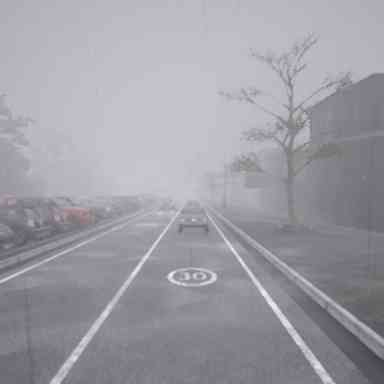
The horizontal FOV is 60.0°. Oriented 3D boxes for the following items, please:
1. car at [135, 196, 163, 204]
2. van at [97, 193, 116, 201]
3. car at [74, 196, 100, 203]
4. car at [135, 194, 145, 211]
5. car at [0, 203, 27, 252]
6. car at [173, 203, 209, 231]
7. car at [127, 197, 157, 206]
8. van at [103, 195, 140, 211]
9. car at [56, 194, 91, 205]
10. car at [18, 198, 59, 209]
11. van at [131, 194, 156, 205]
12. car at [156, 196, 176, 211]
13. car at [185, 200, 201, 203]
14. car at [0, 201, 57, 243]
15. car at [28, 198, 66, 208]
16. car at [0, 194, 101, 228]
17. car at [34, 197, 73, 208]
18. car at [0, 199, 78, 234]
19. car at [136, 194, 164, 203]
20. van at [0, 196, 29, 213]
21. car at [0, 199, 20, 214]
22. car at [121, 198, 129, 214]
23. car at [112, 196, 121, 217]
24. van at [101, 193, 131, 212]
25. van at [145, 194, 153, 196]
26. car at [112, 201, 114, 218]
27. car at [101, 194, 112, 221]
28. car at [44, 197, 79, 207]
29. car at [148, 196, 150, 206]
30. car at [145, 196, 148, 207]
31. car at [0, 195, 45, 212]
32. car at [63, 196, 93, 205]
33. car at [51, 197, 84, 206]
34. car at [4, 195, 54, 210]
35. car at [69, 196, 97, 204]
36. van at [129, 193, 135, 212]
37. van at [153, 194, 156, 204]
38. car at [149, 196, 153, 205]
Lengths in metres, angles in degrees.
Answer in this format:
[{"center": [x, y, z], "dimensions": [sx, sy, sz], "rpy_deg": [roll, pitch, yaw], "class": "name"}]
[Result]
[{"center": [-8.770, 1.617, 68.162], "dimensions": [5.366, 1.575, 1.946], "rpy_deg": [0, 0, 0], "class": "car"}, {"center": [-22.170, 1.330, 86.734], "dimensions": [4.442, 1.987, 1.878], "rpy_deg": [0, 0, 0], "class": "van"}, {"center": [-22.044, 1.617, 70.082], "dimensions": [4.892, 1.521, 2.231], "rpy_deg": [0, 0, 0], "class": "car"}, {"center": [-8.900, 1.394, 40.121], "dimensions": [5.566, 2.045, 2.435], "rpy_deg": [0, 0, 0], "class": "car"}, {"center": [-8.931, 1.400, 12.087], "dimensions": [4.553, 1.767, 2.185], "rpy_deg": [0, 0, 0], "class": "car"}, {"center": [0.109, 1.633, 21.025], "dimensions": [2.033, 1.411, 5.357], "rpy_deg": [0, 0, 0], "class": "car"}, {"center": [-8.942, 1.650, 59.752], "dimensions": [5.008, 1.535, 2.097], "rpy_deg": [0, 0, 0], "class": "car"}, {"center": [-9.047, 1.431, 42.922], "dimensions": [4.442, 1.987, 1.878], "rpy_deg": [0, 0, 0], "class": "van"}, {"center": [-22.000, 1.394, 61.754], "dimensions": [5.566, 2.045, 2.435], "rpy_deg": [0, 0, 0], "class": "car"}, {"center": [-22.044, 1.698, 47.870], "dimensions": [4.792, 1.488, 2.163], "rpy_deg": [0, 0, 0], "class": "car"}, {"center": [-9.067, 1.414, 62.554], "dimensions": [4.442, 1.987, 1.878], "rpy_deg": [0, 0, 0], "class": "van"}, {"center": [-3.233, 1.521, 44.162], "dimensions": [2.097, 1.767, 4.553], "rpy_deg": [0, 0, 0], "class": "car"}, {"center": [0.116, 1.708, 41.576], "dimensions": [1.994, 1.385, 4.181], "rpy_deg": [0, 0, 0], "class": "car"}, {"center": [-8.871, 1.412, 14.890], "dimensions": [4.553, 1.767, 2.185], "rpy_deg": [0, 0, 0], "class": "car"}, {"center": [-21.988, 1.702, 50.654], "dimensions": [4.792, 1.488, 2.163], "rpy_deg": [0, 0, 0], "class": "car"}, {"center": [-8.880, 1.310, 20.497], "dimensions": [5.566, 2.045, 2.435], "rpy_deg": [0, 0, 0], "class": "car"}, {"center": [-22.205, 1.665, 53.425], "dimensions": [5.366, 1.575, 1.946], "rpy_deg": [0, 0, 0], "class": "car"}, {"center": [-8.874, 1.424, 17.694], "dimensions": [4.553, 1.767, 2.185], "rpy_deg": [0, 0, 0], "class": "car"}, {"center": [-8.930, 1.359, 70.964], "dimensions": [5.566, 2.045, 2.435], "rpy_deg": [0, 0, 0], "class": "car"}, {"center": [-22.124, 1.420, 39.543], "dimensions": [4.442, 1.987, 1.878], "rpy_deg": [0, 0, 0], "class": "van"}, {"center": [-22.190, 1.631, 36.767], "dimensions": [5.366, 1.575, 1.946], "rpy_deg": [0, 0, 0], "class": "car"}, {"center": [-8.913, 1.610, 31.709], "dimensions": [4.892, 1.521, 2.231], "rpy_deg": [0, 0, 0], "class": "car"}, {"center": [-8.948, 1.472, 28.907], "dimensions": [4.553, 1.767, 2.185], "rpy_deg": [0, 0, 0], "class": "car"}, {"center": [-9.039, 1.396, 34.514], "dimensions": [4.442, 1.987, 1.878], "rpy_deg": [0, 0, 0], "class": "van"}, {"center": [-9.058, 1.438, 54.142], "dimensions": [4.442, 1.987, 1.878], "rpy_deg": [0, 0, 0], "class": "van"}, {"center": [-8.911, 1.625, 26.103], "dimensions": [4.674, 1.452, 2.002], "rpy_deg": [0, 0, 0], "class": "car"}, {"center": [-8.883, 1.322, 23.301], "dimensions": [5.566, 2.045, 2.435], "rpy_deg": [0, 0, 0], "class": "car"}, {"center": [-22.018, 1.663, 56.203], "dimensions": [5.008, 1.535, 2.097], "rpy_deg": [0, 0, 0], "class": "car"}, {"center": [-8.934, 1.707, 48.532], "dimensions": [4.674, 1.452, 2.002], "rpy_deg": [0, 0, 0], "class": "car"}, {"center": [-8.940, 1.664, 45.729], "dimensions": [4.892, 1.521, 2.231], "rpy_deg": [0, 0, 0], "class": "car"}, {"center": [-22.038, 1.406, 42.319], "dimensions": [5.566, 2.045, 2.435], "rpy_deg": [0, 0, 0], "class": "car"}, {"center": [-22.037, 1.635, 64.531], "dimensions": [5.008, 1.535, 2.097], "rpy_deg": [0, 0, 0], "class": "car"}, {"center": [-22.020, 1.656, 58.980], "dimensions": [4.892, 1.521, 2.231], "rpy_deg": [0, 0, 0], "class": "car"}, {"center": [-21.984, 1.413, 45.096], "dimensions": [5.566, 2.045, 2.435], "rpy_deg": [0, 0, 0], "class": "car"}, {"center": [-22.040, 1.625, 67.307], "dimensions": [5.008, 1.535, 2.097], "rpy_deg": [0, 0, 0], "class": "car"}, {"center": [-9.042, 1.407, 37.317], "dimensions": [4.442, 1.987, 1.878], "rpy_deg": [0, 0, 0], "class": "van"}, {"center": [-8.828, 1.433, 56.944], "dimensions": [4.442, 1.987, 1.878], "rpy_deg": [0, 0, 0], "class": "van"}, {"center": [-8.968, 1.699, 51.340], "dimensions": [4.792, 1.488, 2.163], "rpy_deg": [0, 0, 0], "class": "car"}]
